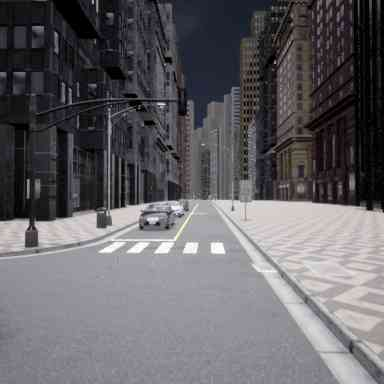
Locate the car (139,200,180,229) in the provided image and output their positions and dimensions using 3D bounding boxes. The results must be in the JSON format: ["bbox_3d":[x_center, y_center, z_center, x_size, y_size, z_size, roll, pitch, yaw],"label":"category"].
[{"bbox_3d":[-2.189,1.520,21.687,2.128,1.511,4.902,0,0,2],"label":"car"}]

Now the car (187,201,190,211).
[{"bbox_3d":[-1.330,1.605,41.778,1.837,1.490,4.892,0,0,3],"label":"car"}]

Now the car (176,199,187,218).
[{"bbox_3d":[-1.801,1.584,31.506,1.812,1.442,4.674,0,0,3],"label":"car"}]
